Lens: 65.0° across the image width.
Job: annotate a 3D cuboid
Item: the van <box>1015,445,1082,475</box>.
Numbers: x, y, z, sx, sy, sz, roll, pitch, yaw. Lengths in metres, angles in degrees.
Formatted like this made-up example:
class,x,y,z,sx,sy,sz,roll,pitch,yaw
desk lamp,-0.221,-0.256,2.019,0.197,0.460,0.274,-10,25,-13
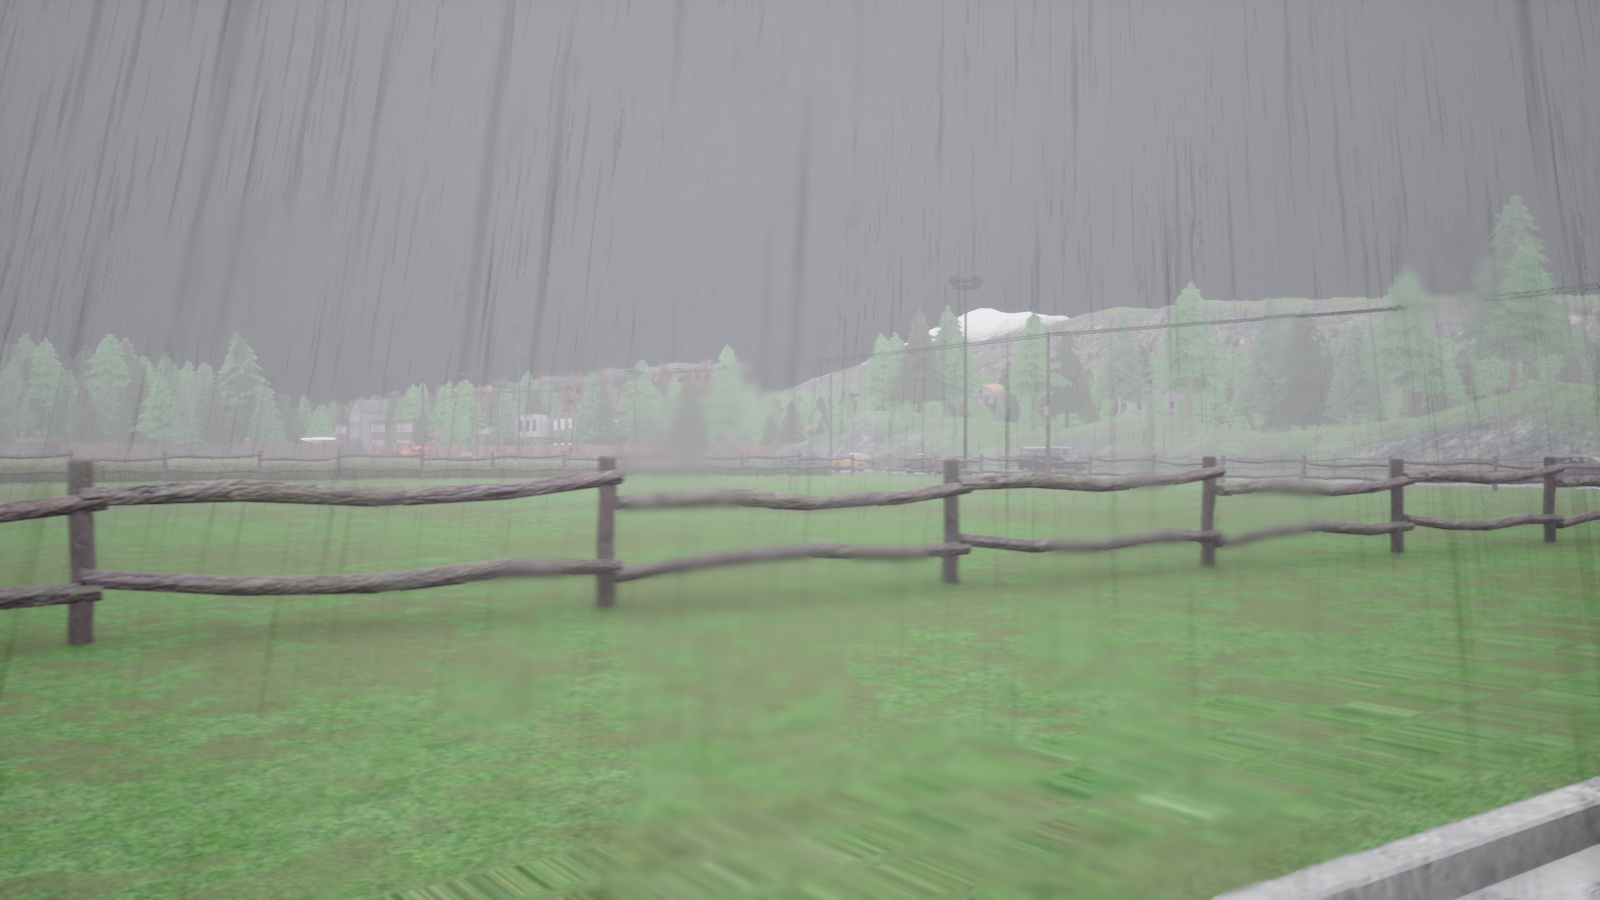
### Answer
class,x,y,z,sx,sy,sz,roll,pitch,yaw
van,16.841,0.671,85.224,1.775,1.987,4.442,0,0,-36

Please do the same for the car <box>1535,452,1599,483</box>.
class,x,y,z,sx,sy,sz,roll,pitch,yaw
car,38.380,0.827,61.071,1.816,1.474,4.193,0,0,-36

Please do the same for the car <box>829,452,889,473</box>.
class,x,y,z,sx,sy,sz,roll,pitch,yaw
car,4.479,0.950,96.519,1.882,1.535,5.008,0,0,-36

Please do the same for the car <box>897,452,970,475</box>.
class,x,y,z,sx,sy,sz,roll,pitch,yaw
car,8.935,0.889,84.251,2.128,1.511,4.902,0,0,-36
